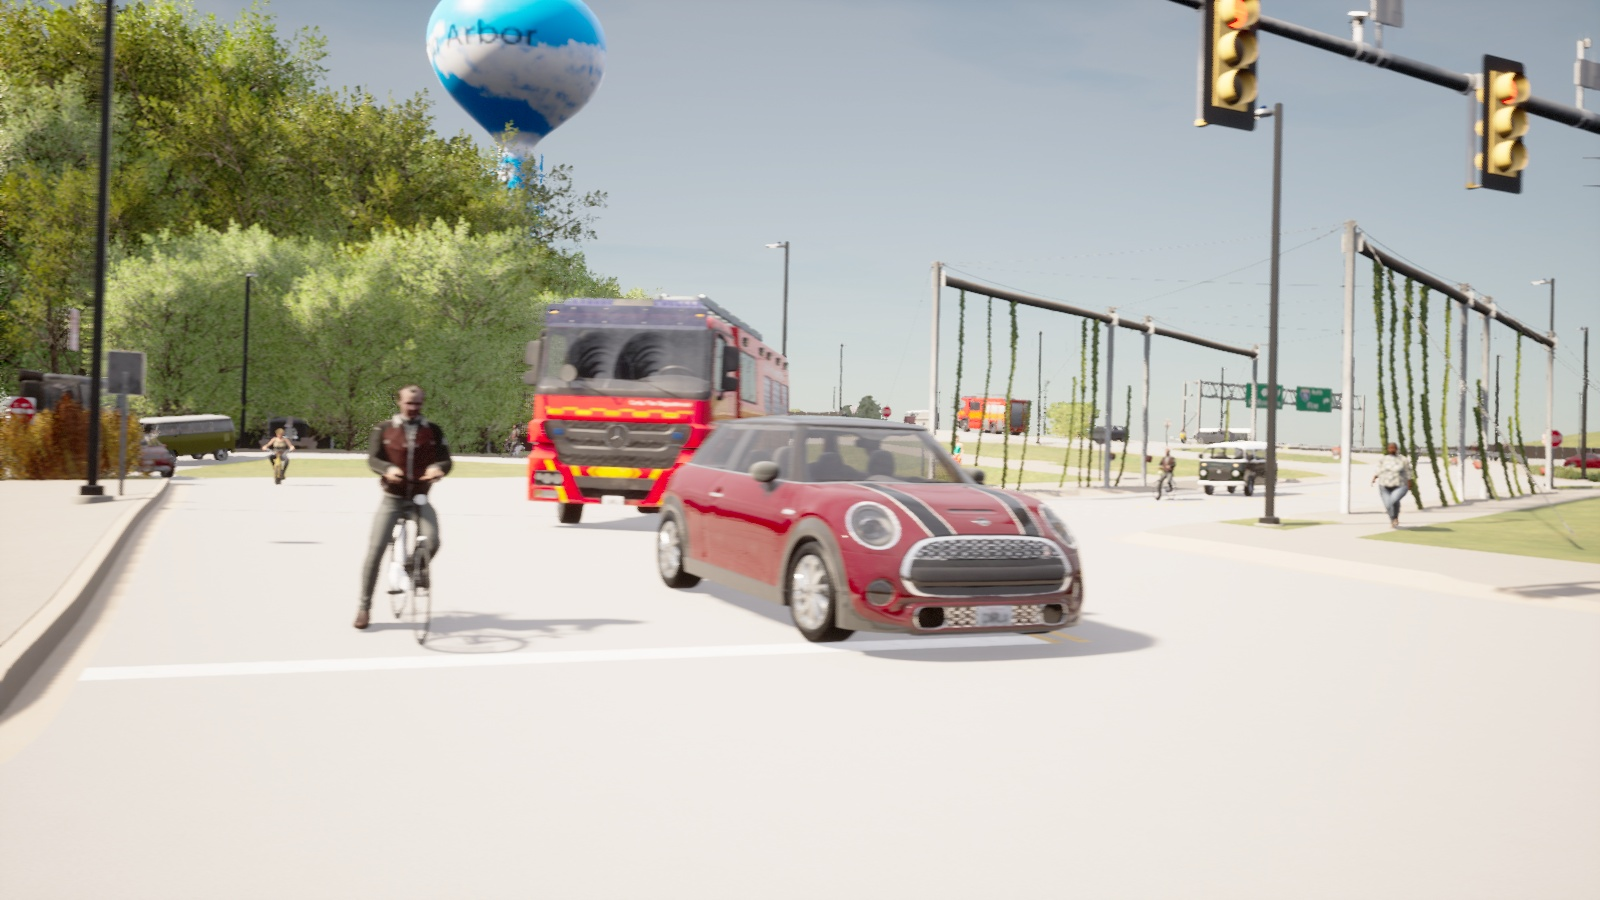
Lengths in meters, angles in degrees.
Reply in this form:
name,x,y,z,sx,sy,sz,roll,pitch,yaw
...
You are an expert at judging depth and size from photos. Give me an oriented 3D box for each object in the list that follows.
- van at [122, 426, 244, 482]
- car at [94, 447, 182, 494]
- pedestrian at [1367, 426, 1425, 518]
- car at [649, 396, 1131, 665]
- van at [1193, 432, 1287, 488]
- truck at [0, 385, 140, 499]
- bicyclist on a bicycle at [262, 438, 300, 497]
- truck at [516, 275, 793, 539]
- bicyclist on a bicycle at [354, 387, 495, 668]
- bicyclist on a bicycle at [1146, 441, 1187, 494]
name,x,y,z,sx,sy,sz,roll,pitch,yaw
van,-26.201,0.114,53.495,1.775,1.987,4.442,1,5,25
car,-23.098,0.680,43.773,1.789,1.549,3.705,-1,1,-42
pedestrian,12.315,0.450,25.942,0.874,1.855,0.900,0,-1,40
car,0.463,0.495,10.762,2.097,1.767,4.553,1,1,-26
van,16.932,0.350,48.179,2.069,2.038,4.480,0,1,38
truck,-25.746,-0.279,39.938,7.936,3.462,2.891,1,0,-2
bicyclist on a bicycle,-14.651,0.503,35.470,0.866,1.612,1.509,1,-2,-18
truck,-2.171,-0.579,22.570,2.891,3.827,8.468,1,-1,8
bicyclist on a bicycle,-2.700,0.473,8.898,0.659,1.776,1.843,1,1,-25
bicyclist on a bicycle,12.405,0.579,42.448,0.659,1.776,1.843,0,0,39
